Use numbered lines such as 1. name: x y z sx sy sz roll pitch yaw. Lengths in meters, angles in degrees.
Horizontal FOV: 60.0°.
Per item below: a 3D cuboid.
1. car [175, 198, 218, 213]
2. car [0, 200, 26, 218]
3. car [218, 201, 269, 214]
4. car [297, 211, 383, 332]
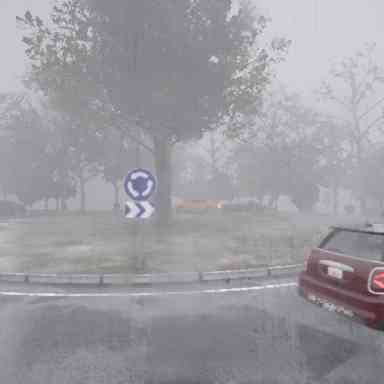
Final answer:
1. car: 0.560 1.448 36.641 5.008 1.535 1.882 0 0 10
2. car: -16.630 1.456 27.939 1.882 1.535 5.008 -1 -1 31
3. car: 5.530 1.567 35.030 4.718 1.301 1.895 0 0 32
4. car: 4.334 1.345 6.237 4.553 1.767 2.097 0 0 -21
